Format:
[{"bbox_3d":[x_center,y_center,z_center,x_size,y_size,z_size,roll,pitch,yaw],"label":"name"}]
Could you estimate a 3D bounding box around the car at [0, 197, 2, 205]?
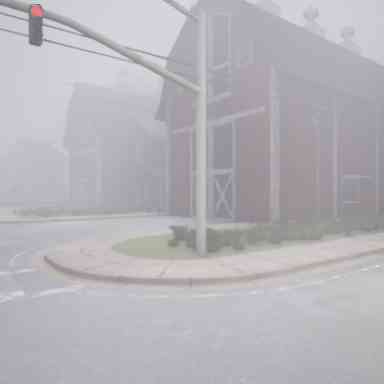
[{"bbox_3d":[-26.057,1.012,41.887,3.866,1.878,1.905,-2,6,11],"label":"car"}]
